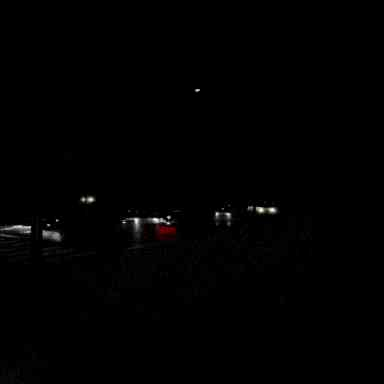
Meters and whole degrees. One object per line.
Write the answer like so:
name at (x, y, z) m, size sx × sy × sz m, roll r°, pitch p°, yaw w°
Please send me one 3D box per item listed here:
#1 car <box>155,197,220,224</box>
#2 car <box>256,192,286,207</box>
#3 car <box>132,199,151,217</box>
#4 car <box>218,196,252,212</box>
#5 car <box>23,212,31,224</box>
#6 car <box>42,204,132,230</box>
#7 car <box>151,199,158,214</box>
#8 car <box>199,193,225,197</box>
car at (-0.174, 1.416, 24.324) m, size 1.837 × 1.490 × 4.892 m, roll 0°, pitch 1°, yaw 35°
car at (11.315, 1.035, 46.470) m, size 2.150 × 2.045 × 5.566 m, roll 0°, pitch 0°, yaw 35°
car at (-4.003, 1.416, 30.542) m, size 1.837 × 1.490 × 4.892 m, roll 0°, pitch 0°, yaw 35°
car at (4.536, 1.462, 36.982) m, size 1.895 × 1.301 × 4.718 m, roll 0°, pitch 0°, yaw 36°
car at (-9.323, 1.513, 23.020) m, size 1.994 × 1.385 × 4.181 m, roll 0°, pitch 0°, yaw 36°
car at (-6.656, 1.491, 21.165) m, size 2.033 × 1.411 × 5.357 m, roll 0°, pitch 0°, yaw 35°
car at (-1.225, 1.468, 28.857) m, size 1.994 × 1.385 × 4.181 m, roll 0°, pitch 0°, yaw 35°
car at (2.077, 1.088, 39.121) m, size 2.150 × 2.045 × 5.566 m, roll 0°, pitch 0°, yaw 36°
